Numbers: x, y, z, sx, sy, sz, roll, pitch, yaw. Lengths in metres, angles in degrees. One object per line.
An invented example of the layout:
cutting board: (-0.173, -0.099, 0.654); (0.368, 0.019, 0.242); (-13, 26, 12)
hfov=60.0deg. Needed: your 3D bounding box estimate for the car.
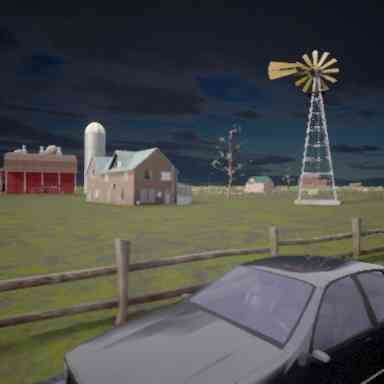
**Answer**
car: (1.302, 1.542, 4.003); (5.357, 1.411, 2.033); (0, 0, -36)
